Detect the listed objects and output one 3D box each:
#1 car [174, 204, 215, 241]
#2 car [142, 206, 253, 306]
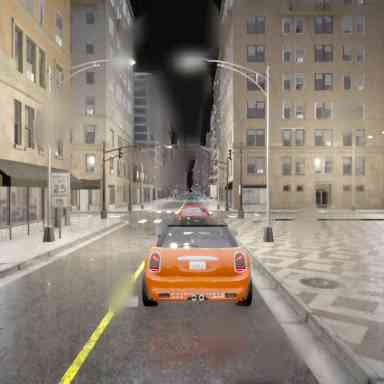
[{"bbox_3d":[0.096,1.476,17.766,1.882,1.535,5.008,0,0,0],"label":"car"},{"bbox_3d":[0.094,1.352,8.166,2.097,1.767,4.553,0,0,0],"label":"car"}]
